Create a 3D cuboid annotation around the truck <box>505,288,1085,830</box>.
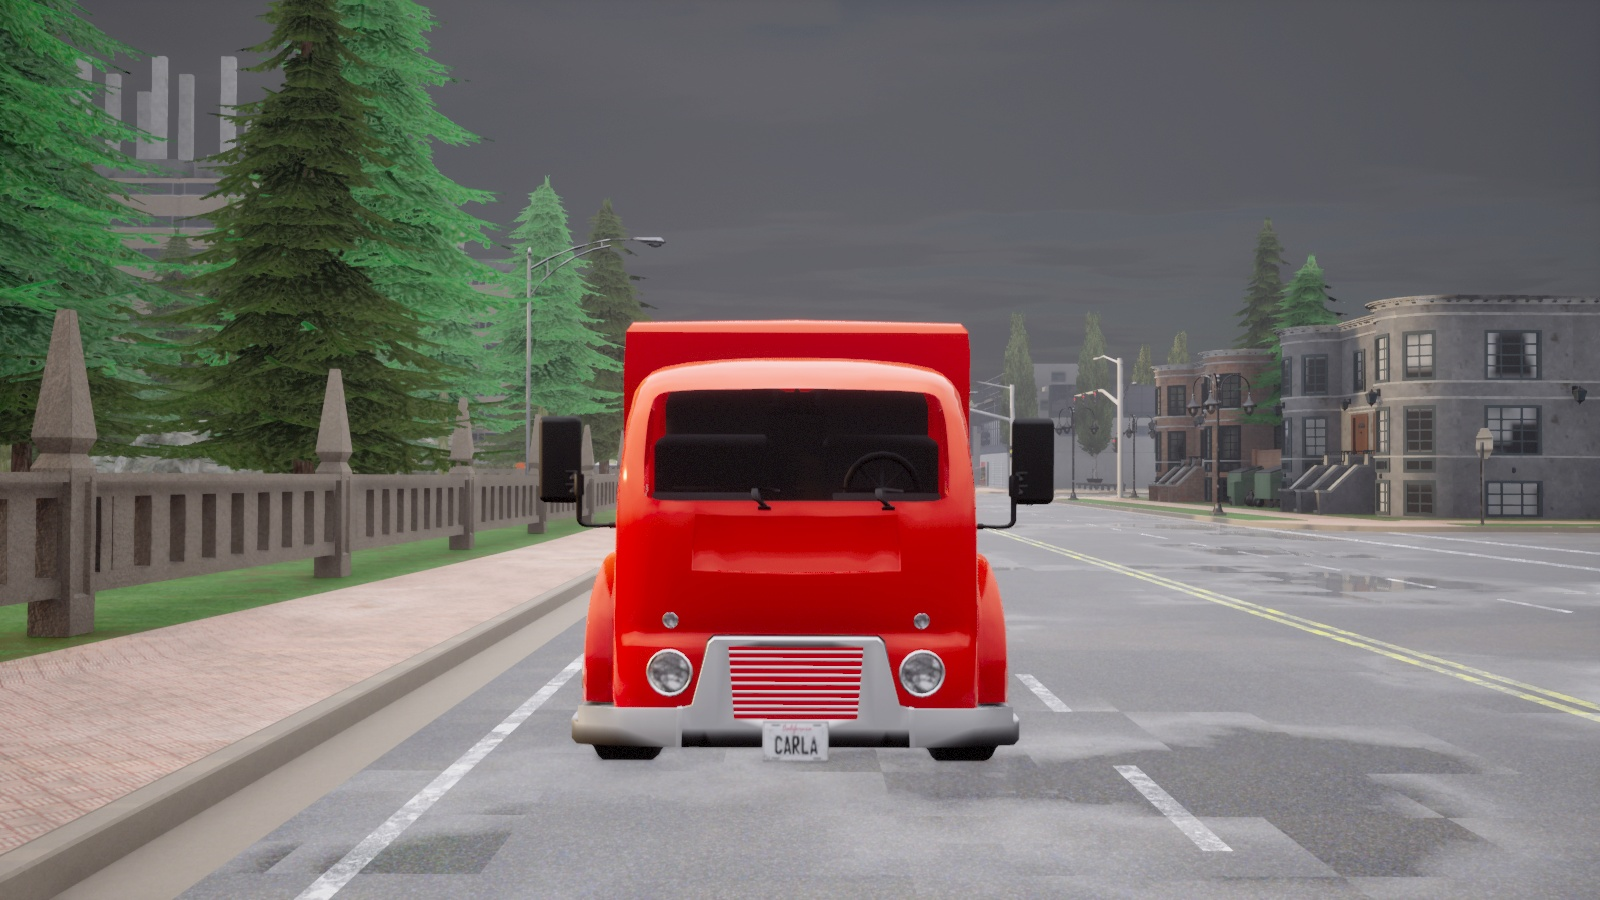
[{"bbox_3d":[-0.024,0.432,8.326,2.627,2.467,5.204,0,2,0],"label":"truck"}]
